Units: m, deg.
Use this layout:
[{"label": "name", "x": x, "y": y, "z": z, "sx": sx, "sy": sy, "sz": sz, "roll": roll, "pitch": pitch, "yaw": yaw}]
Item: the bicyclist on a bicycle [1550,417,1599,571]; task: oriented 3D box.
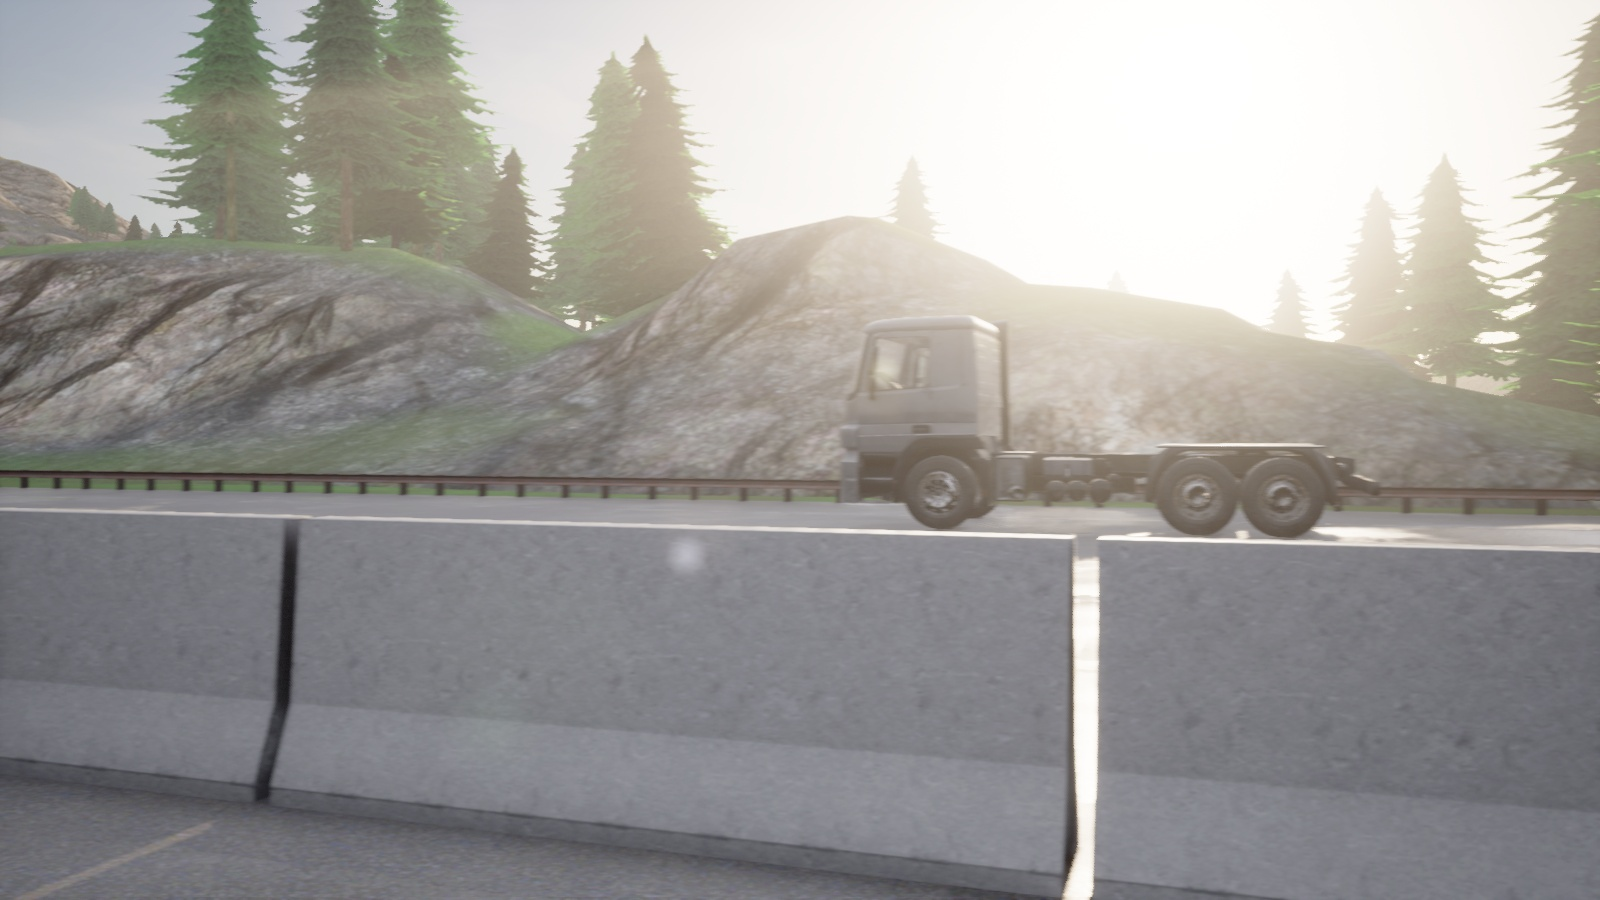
[{"label": "bicyclist on a bicycle", "x": 9.884, "y": 0.510, "z": 14.635, "sx": 1.843, "sy": 1.776, "sz": 0.659, "roll": 1, "pitch": 1, "yaw": 19}]

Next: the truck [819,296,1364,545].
[{"label": "truck", "x": 4.532, "y": -0.467, "z": 20.116, "sx": 7.936, "sy": 3.462, "sz": 2.891, "roll": 1, "pitch": 1, "yaw": 19}]
